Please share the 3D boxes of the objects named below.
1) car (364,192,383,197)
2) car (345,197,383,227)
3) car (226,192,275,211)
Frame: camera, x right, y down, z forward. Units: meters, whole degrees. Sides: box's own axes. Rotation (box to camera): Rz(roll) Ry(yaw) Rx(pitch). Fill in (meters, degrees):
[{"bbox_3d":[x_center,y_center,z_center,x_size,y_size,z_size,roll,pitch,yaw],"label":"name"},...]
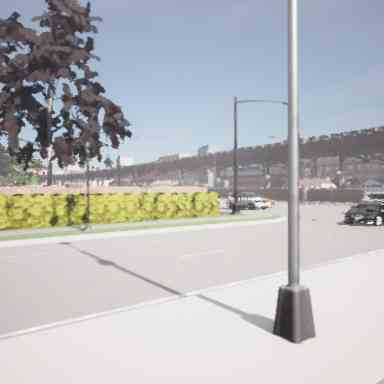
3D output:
[{"bbox_3d":[17.549,0.999,28.624,2.150,2.045,5.566,-1,0,-35],"label":"car"},{"bbox_3d":[11.764,1.345,21.679,4.892,1.490,1.837,-1,4,-42],"label":"car"},{"bbox_3d":[6.351,1.021,38.379,2.150,2.045,5.566,-1,0,-35],"label":"car"}]
